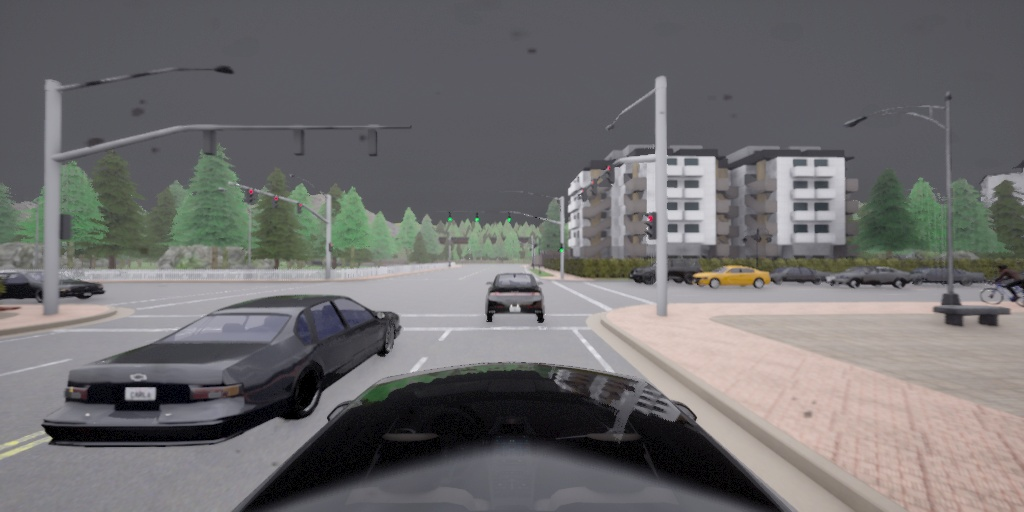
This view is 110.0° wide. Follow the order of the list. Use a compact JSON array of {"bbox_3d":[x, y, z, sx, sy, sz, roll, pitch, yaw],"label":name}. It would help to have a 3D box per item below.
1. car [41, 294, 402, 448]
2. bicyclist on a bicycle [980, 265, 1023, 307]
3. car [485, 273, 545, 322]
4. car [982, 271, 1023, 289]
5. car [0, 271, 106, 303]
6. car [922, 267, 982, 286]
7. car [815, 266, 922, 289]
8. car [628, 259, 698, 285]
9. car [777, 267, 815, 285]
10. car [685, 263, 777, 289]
[{"bbox_3d":[-3.432,1.337,5.812,2.033,1.411,5.357,0,-1,0],"label":"car"},{"bbox_3d":[19.386,1.168,13.998,0.582,1.620,1.656,0,-1,-3],"label":"bicyclist on a bicycle"},{"bbox_3d":[0.094,1.347,12.774,2.128,1.511,4.902,0,0,0],"label":"car"},{"bbox_3d":[34.763,1.481,23.337,4.674,1.442,1.812,0,-1,17],"label":"car"},{"bbox_3d":[-22.980,1.444,17.119,5.357,1.411,2.033,0,-1,-1],"label":"car"},{"bbox_3d":[32.488,1.544,27.638,5.357,1.411,2.033,0,-1,12],"label":"car"},{"bbox_3d":[24.782,1.464,25.093,4.902,1.511,2.128,0,-1,4],"label":"car"},{"bbox_3d":[12.205,1.227,28.578,5.566,2.045,2.150,0,-1,-2],"label":"car"},{"bbox_3d":[22.450,1.555,28.786,5.357,1.411,2.033,0,-1,1],"label":"car"},{"bbox_3d":[15.288,1.451,25.169,5.008,1.535,1.882,0,-1,-2],"label":"car"}]
